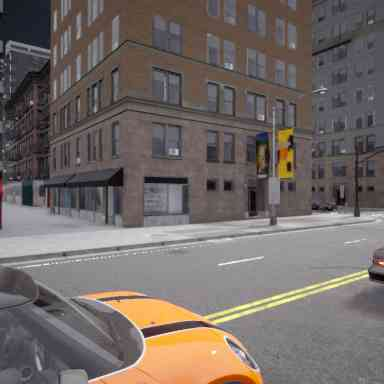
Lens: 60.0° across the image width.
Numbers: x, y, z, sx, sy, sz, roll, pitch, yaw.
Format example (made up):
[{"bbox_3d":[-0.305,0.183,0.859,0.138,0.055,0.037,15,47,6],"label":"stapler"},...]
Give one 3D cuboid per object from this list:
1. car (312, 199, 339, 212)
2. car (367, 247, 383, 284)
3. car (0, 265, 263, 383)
[{"bbox_3d":[14.013,1.536,38.437,2.033,1.411,5.357,0,0,-36],"label":"car"},{"bbox_3d":[6.399,1.550,8.198,5.357,1.411,2.033,0,0,-37],"label":"car"},{"bbox_3d":[-1.563,1.352,2.286,4.553,1.767,2.097,0,0,-37],"label":"car"}]
